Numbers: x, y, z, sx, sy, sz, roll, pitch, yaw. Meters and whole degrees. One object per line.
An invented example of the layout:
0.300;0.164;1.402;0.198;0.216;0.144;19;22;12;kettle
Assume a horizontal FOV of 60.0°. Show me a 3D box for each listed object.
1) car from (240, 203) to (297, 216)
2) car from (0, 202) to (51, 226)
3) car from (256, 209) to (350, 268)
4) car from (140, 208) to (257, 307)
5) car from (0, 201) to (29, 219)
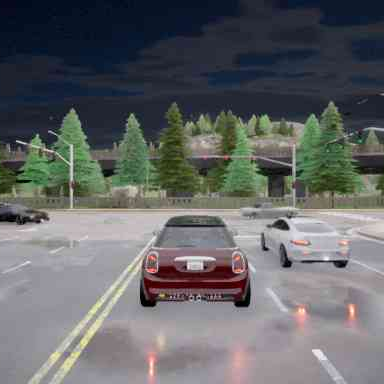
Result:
6.354;1.556;27.485;4.718;1.301;1.895;-1;0;1;car
-12.622;1.504;23.187;5.357;1.411;2.033;1;0;17;car
3.595;1.526;11.183;1.812;1.442;4.674;0;0;0;car
0.078;1.352;8.136;2.097;1.767;4.553;0;0;1;car
-16.242;1.509;27.845;4.181;1.385;1.994;0;0;1;car
